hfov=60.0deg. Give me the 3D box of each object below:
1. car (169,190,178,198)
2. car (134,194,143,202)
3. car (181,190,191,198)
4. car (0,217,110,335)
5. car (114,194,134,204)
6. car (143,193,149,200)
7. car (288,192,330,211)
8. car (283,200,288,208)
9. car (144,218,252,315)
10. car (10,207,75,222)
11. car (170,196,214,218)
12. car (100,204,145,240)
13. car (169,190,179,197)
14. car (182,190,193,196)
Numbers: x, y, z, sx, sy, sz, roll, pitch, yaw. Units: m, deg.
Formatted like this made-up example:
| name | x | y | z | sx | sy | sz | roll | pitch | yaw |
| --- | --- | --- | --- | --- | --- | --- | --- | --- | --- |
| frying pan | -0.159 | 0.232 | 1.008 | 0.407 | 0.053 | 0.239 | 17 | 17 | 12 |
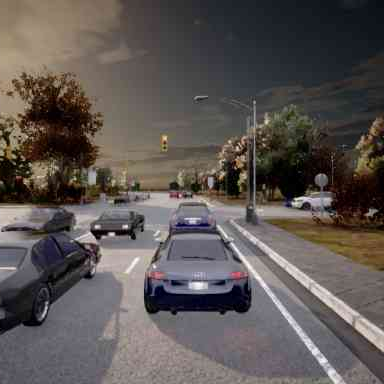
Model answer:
| name | x | y | z | sx | sy | sz | roll | pitch | yaw |
| --- | --- | --- | --- | --- | --- | --- | --- | --- | --- |
| car | -5.180 | 0.441 | 93.587 | 2.150 | 2.045 | 5.566 | 0 | 1 | -7 |
| car | -10.867 | 1.094 | 61.151 | 2.128 | 1.511 | 4.902 | 0 | 0 | 0 |
| car | -1.669 | 0.442 | 93.718 | 2.150 | 2.045 | 5.566 | 0 | 1 | -7 |
| car | -3.424 | 1.528 | 6.923 | 2.033 | 1.411 | 5.357 | 0 | 0 | -1 |
| car | -10.846 | 1.273 | 52.049 | 1.895 | 1.301 | 4.718 | 0 | 0 | 0 |
| car | -10.920 | 1.100 | 71.107 | 1.895 | 1.301 | 4.718 | 0 | 1 | -1 |
| car | 14.118 | 0.996 | 37.338 | 5.566 | 2.045 | 2.150 | 0 | 0 | -4 |
| car | 13.748 | 1.228 | 40.820 | 5.008 | 1.535 | 1.882 | 0 | 0 | -4 |
| car | 0.073 | 1.541 | 7.615 | 1.994 | 1.385 | 4.181 | 0 | 0 | -1 |
| car | -7.343 | 1.465 | 16.602 | 2.033 | 1.411 | 5.357 | 0 | 0 | -2 |
| car | 0.027 | 1.273 | 16.249 | 2.097 | 1.767 | 4.553 | 0 | 0 | 0 |
| car | -3.495 | 1.519 | 16.567 | 1.895 | 1.301 | 4.718 | 0 | 0 | -1 |
| car | -4.337 | 0.589 | 82.846 | 2.150 | 2.045 | 5.566 | 0 | 1 | -3 |
| car | -0.890 | 0.831 | 83.760 | 1.882 | 1.535 | 5.008 | 0 | 1 | -4 |
